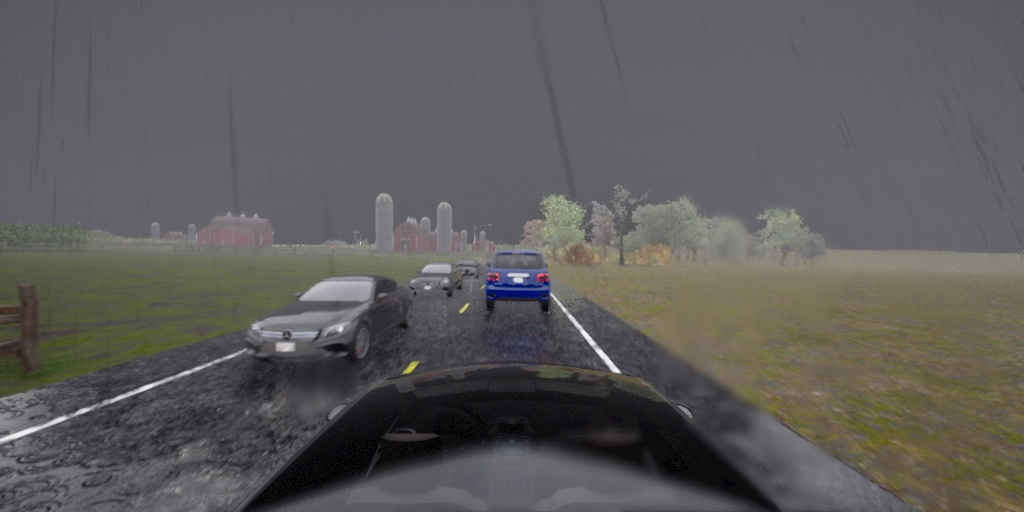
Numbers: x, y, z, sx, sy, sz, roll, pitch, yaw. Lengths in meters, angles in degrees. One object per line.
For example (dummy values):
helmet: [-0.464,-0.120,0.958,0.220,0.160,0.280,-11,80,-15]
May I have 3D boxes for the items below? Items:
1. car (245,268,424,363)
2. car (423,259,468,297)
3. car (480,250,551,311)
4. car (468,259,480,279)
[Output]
car: [-3.549,1.147,7.989,1.812,1.442,4.674,1,1,1]
car: [-3.467,1.023,17.203,1.812,1.442,4.674,1,1,1]
car: [0.208,0.809,13.745,2.150,2.045,5.566,1,1,0]
car: [-3.348,0.928,27.183,1.994,1.385,4.181,1,1,1]
